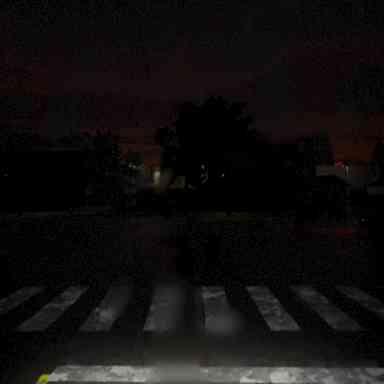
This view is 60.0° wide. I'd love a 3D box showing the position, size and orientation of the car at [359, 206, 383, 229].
[{"bbox_3d":[12.659,1.503,19.811,5.008,1.535,1.882,0,0,-1],"label":"car"}]
